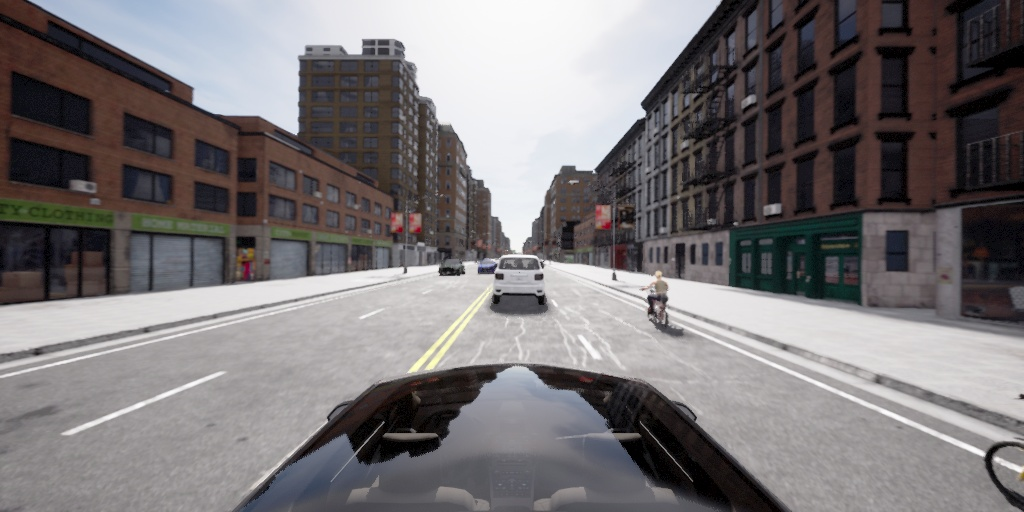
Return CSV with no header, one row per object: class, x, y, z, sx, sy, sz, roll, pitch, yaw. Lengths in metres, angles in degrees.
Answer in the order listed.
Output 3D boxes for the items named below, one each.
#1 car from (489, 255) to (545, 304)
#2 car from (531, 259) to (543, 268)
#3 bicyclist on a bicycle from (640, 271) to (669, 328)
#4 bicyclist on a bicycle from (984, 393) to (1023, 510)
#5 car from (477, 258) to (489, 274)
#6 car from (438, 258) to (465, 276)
car,0.321,0.976,16.627,2.150,2.045,5.566,1,0,1
car,4.315,1.278,61.744,1.837,1.490,4.892,1,0,1
bicyclist on a bicycle,4.298,1.232,10.639,0.866,1.612,1.509,1,0,1
bicyclist on a bicycle,4.090,1.229,2.366,0.866,1.612,1.509,1,0,1
car,-2.736,1.191,39.870,1.882,1.535,5.008,1,0,1
car,-6.046,1.033,36.398,2.097,1.767,4.553,1,0,1
